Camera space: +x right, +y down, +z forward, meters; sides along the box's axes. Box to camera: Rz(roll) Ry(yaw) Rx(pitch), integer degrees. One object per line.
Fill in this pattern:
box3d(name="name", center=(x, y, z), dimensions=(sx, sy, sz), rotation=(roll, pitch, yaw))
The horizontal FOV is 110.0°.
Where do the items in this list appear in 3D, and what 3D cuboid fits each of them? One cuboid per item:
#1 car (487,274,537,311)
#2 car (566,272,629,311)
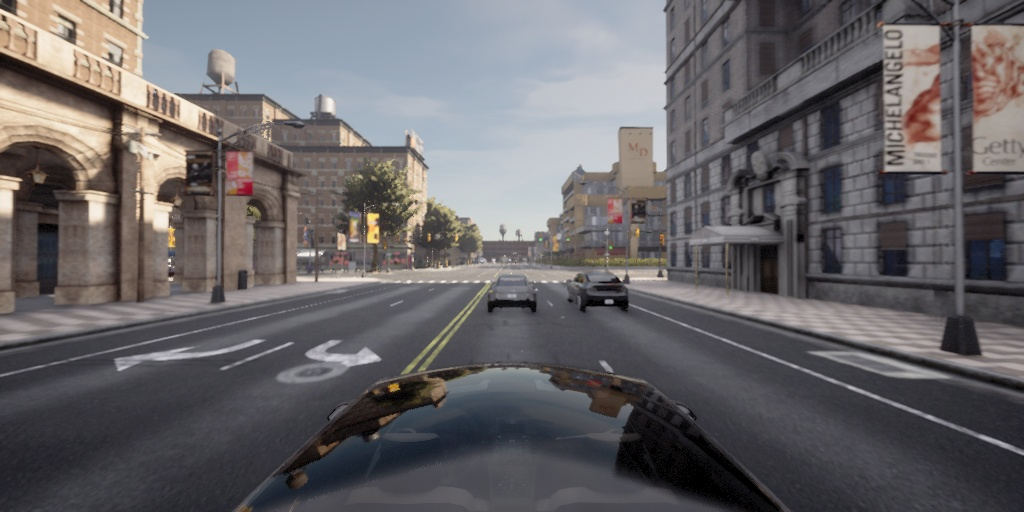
box3d(name="car", center=(0.011, 1.467, 15.284), dimensions=(1.994, 1.385, 4.181), rotation=(0, -1, 0))
box3d(name="car", center=(3.511, 1.410, 15.336), dimensions=(1.837, 1.490, 4.892), rotation=(0, 0, 0))
